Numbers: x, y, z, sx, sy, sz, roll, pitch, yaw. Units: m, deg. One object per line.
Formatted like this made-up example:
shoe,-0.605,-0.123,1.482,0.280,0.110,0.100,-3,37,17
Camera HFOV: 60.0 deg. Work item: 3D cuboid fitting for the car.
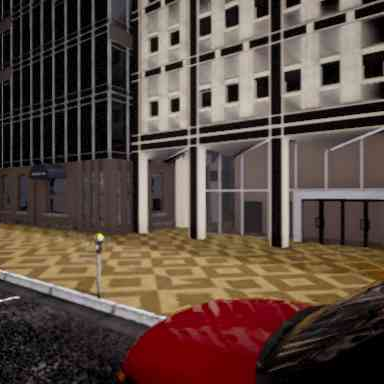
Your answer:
car,1.724,1.316,1.650,5.009,1.841,2.192,0,0,36
